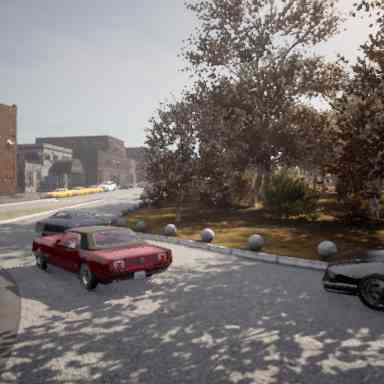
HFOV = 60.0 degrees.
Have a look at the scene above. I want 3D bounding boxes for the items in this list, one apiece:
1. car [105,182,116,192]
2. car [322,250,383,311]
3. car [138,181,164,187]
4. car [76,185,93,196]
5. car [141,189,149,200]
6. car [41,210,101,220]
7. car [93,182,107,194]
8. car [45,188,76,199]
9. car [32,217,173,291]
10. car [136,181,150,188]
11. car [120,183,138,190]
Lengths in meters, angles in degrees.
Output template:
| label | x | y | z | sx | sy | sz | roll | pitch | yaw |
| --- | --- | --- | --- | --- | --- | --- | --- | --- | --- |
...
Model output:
| label | x | y | z | sx | sy | sz | roll | pitch | yaw |
| --- | --- | --- | --- | --- | --- | --- | --- | --- | --- |
| car | -17.588 | -1.051 | 68.593 | 2.435 | 2.045 | 5.566 | 0 | 3 | 11 |
| car | 5.387 | 1.558 | 6.292 | 5.357 | 1.411 | 2.033 | 0 | 0 | 27 |
| car | -7.236 | -0.647 | 60.250 | 2.150 | 2.045 | 5.566 | 0 | 3 | 12 |
| car | -19.792 | -0.140 | 57.510 | 1.946 | 1.575 | 5.366 | 0 | 3 | 11 |
| car | -6.094 | 0.327 | 49.021 | 1.994 | 1.385 | 4.181 | 0 | 3 | 10 |
| car | -6.092 | 1.592 | 16.708 | 4.181 | 1.385 | 1.994 | 0 | 0 | 39 |
| car | -18.717 | -0.463 | 62.920 | 1.946 | 1.575 | 5.366 | 0 | 3 | 11 |
| car | -20.876 | 0.185 | 52.104 | 1.946 | 1.575 | 5.366 | 0 | 3 | 11 |
| car | -2.737 | 1.616 | 9.217 | 1.895 | 1.301 | 4.718 | 0 | 0 | -44 |
| car | -13.283 | -2.092 | 90.281 | 2.231 | 1.521 | 4.892 | 0 | 3 | 11 |
| car | -15.442 | -1.416 | 79.426 | 2.163 | 1.488 | 4.792 | 0 | 3 | 11 |
